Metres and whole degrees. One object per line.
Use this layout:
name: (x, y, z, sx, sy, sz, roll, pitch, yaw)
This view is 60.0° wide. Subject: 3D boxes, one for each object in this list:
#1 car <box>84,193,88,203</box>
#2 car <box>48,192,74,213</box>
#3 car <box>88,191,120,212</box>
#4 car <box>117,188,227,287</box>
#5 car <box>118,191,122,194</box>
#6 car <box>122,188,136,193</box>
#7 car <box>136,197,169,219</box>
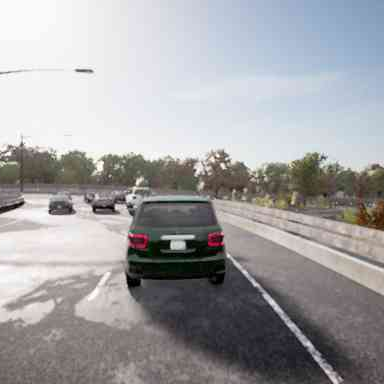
car: (-13.010, 0.781, 43.518, 1.895, 1.301, 4.718, -1, 1, -24)
car: (-11.384, 0.984, 29.035, 1.812, 1.442, 4.674, 0, 1, -18)
car: (-7.951, 0.928, 29.740, 2.128, 1.511, 4.902, 0, 1, -18)
car: (-0.533, 1.046, 8.997, 2.150, 2.045, 5.566, 0, 1, -6)
car: (-9.986, 0.631, 45.308, 2.128, 1.511, 4.902, -1, 1, -24)
car: (-5.159, 0.600, 32.515, 2.150, 2.045, 5.566, 0, 2, -17)
car: (-2.994, 1.126, 24.588, 1.895, 1.301, 4.718, 0, 1, -13)
